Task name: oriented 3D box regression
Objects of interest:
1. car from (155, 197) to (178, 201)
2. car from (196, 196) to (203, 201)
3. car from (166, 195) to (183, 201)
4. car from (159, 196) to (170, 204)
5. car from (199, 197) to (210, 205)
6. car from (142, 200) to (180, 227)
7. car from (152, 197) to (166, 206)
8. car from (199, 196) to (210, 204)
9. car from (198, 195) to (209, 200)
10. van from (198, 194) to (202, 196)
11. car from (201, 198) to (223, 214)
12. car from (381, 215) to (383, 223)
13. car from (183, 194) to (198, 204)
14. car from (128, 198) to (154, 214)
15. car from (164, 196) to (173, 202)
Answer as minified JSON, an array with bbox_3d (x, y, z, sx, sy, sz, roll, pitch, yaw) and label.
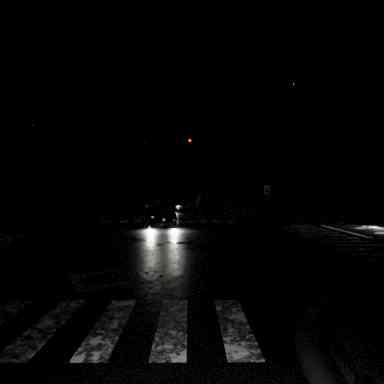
[{"bbox_3d":[-3.143,1.650,41.380,1.895,1.301,4.718,0,0,0],"label":"car"},{"bbox_3d":[2.003,1.698,90.163,1.812,1.442,4.674,0,0,0],"label":"car"},{"bbox_3d":[-3.103,1.643,57.140,1.994,1.385,4.181,0,0,0],"label":"car"},{"bbox_3d":[-5.640,1.552,69.271,1.967,1.590,4.097,0,0,0],"label":"car"},{"bbox_3d":[2.377,1.647,63.749,2.008,1.369,4.403,0,0,0],"label":"car"},{"bbox_3d":[-2.240,1.525,23.299,1.837,1.490,4.892,-1,0,-11],"label":"car"},{"bbox_3d":[-5.655,1.634,58.249,2.008,1.369,4.403,0,0,0],"label":"car"},{"bbox_3d":[2.355,1.641,47.217,1.802,1.307,4.206,0,0,0],"label":"car"},{"bbox_3d":[2.362,1.637,52.728,1.947,1.339,4.313,0,0,0],"label":"car"},{"bbox_3d":[2.370,1.424,58.238,1.690,1.788,3.998,0,0,0],"label":"van"},{"bbox_3d":[2.340,1.606,36.194,1.947,1.339,4.313,0,0,0],"label":"car"},{"bbox_3d":[14.185,1.511,20.715,4.181,1.385,1.994,0,0,0],"label":"car"},{"bbox_3d":[-0.259,1.661,63.761,1.994,1.385,4.181,0,0,0],"label":"car"},{"bbox_3d":[-5.685,1.480,36.206,1.967,1.590,4.097,0,0,0],"label":"car"},{"bbox_3d":[-5.625,1.694,80.292,2.008,1.369,4.403,0,0,0],"label":"car"}]
